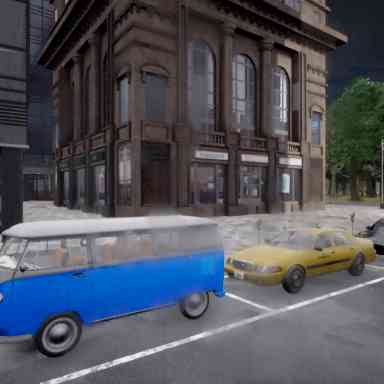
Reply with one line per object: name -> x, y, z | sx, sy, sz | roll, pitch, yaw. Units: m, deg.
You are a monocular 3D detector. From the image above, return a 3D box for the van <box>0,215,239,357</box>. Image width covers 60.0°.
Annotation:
van -> -1.286, 1.341, 5.733 | 3.998, 1.788, 1.690 | 0, 0, -35

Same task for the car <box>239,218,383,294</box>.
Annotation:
car -> 3.005, 1.525, 8.789 | 4.829, 1.417, 1.752 | 0, 0, -35
